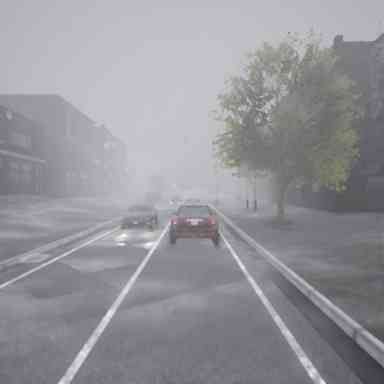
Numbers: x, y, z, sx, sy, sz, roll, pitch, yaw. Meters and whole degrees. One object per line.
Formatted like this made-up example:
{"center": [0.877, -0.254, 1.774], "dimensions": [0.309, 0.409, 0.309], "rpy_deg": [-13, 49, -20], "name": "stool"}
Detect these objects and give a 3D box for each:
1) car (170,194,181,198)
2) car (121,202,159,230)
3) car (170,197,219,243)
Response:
{"center": [-3.033, 1.107, 62.421], "dimensions": [1.837, 1.490, 4.892], "rpy_deg": [0, 0, 1], "name": "car"}
{"center": [-3.101, 1.420, 20.584], "dimensions": [1.837, 1.490, 4.892], "rpy_deg": [0, 0, 0], "name": "car"}
{"center": [0.099, 1.297, 15.947], "dimensions": [2.097, 1.767, 4.553], "rpy_deg": [0, 0, 0], "name": "car"}
